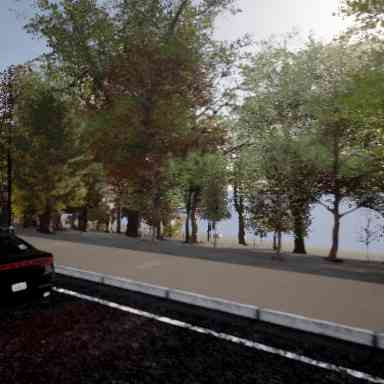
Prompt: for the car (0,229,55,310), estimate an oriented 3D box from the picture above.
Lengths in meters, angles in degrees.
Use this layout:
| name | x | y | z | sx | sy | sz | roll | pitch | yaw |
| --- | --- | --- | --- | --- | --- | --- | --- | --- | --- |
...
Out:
| name | x | y | z | sx | sy | sz | roll | pitch | yaw |
| --- | --- | --- | --- | --- | --- | --- | --- | --- | --- |
| car | -5.038 | 1.510 | 7.212 | 5.008 | 1.535 | 1.882 | 0 | 0 | 35 |
